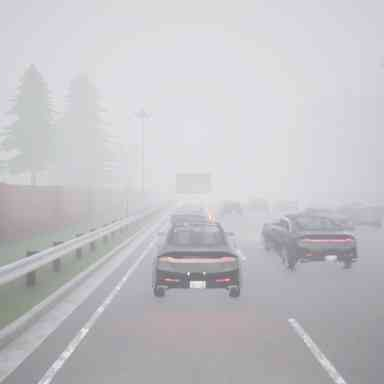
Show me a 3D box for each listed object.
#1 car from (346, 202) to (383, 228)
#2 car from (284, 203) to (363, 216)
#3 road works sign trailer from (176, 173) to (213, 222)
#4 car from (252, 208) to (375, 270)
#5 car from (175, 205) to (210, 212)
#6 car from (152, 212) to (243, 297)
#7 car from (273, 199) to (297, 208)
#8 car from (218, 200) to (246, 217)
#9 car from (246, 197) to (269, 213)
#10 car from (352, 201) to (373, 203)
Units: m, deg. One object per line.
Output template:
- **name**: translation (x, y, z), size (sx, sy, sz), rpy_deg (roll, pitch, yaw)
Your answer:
- **car**: translation (10.619, 1.572, 21.996), size (1.994, 1.385, 4.181), rpy_deg (0, 0, 0)
- **car**: translation (7.116, 1.554, 18.730), size (2.033, 1.411, 5.357), rpy_deg (0, 0, 0)
- **road works sign trailer**: translation (0.080, 0.472, 22.920), size (2.380, 3.560, 2.880), rpy_deg (0, 0, 0)
- **car**: translation (3.609, 1.495, 11.047), size (2.128, 1.511, 4.902), rpy_deg (0, 0, 0)
- **car**: translation (-0.022, 1.481, 19.002), size (1.882, 1.535, 5.008), rpy_deg (0, 0, 6)
- **car**: translation (0.107, 1.495, 8.553), size (2.128, 1.511, 4.902), rpy_deg (0, 0, 0)
- **car**: translation (10.631, 1.505, 37.988), size (2.128, 1.511, 4.902), rpy_deg (0, 0, 0)
- **car**: translation (3.626, 1.515, 31.681), size (1.837, 1.490, 4.892), rpy_deg (0, 0, 0)
- **car**: translation (7.132, 1.365, 36.970), size (2.097, 1.767, 4.553), rpy_deg (0, 0, 0)
- **car**: translation (14.123, 1.487, 28.104), size (1.882, 1.535, 5.008), rpy_deg (0, 0, 0)
